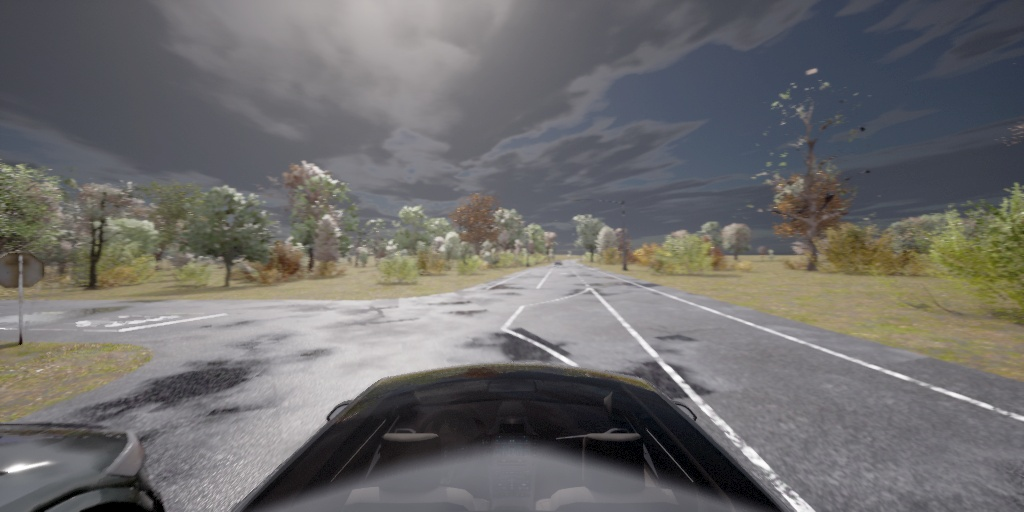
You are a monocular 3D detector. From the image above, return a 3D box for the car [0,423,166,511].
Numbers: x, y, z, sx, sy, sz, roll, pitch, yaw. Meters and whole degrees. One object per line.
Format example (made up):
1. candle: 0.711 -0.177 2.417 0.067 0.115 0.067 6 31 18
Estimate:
1. car: -3.357 1.368 0.535 1.994 1.385 4.181 -1 -1 8
